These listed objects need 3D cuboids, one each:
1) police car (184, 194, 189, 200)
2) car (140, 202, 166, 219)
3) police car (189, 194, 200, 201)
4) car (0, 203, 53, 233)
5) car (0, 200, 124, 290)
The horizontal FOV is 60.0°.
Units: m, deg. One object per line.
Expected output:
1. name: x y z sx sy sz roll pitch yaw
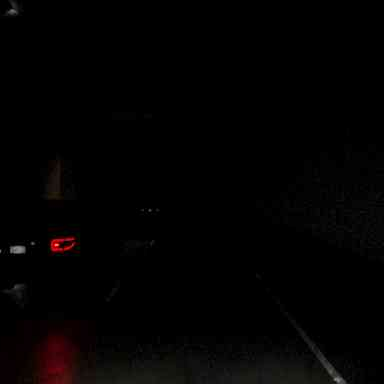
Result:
1. police car: -0.207 1.437 92.445 1.930 1.638 5.238 0 0 -9
2. car: -3.411 1.551 29.489 2.033 1.411 5.357 0 0 0
3. police car: 0.907 1.436 81.808 1.930 1.638 5.238 0 0 -3
4. car: -10.608 1.507 20.695 1.837 1.490 4.892 0 0 0
5. car: -3.404 1.223 9.187 2.150 2.045 5.566 0 0 0
